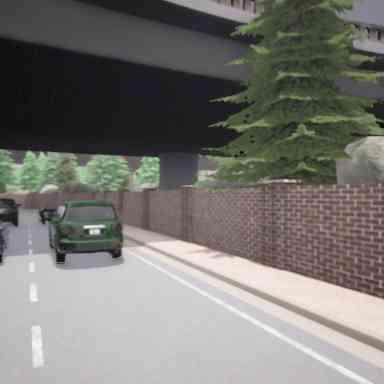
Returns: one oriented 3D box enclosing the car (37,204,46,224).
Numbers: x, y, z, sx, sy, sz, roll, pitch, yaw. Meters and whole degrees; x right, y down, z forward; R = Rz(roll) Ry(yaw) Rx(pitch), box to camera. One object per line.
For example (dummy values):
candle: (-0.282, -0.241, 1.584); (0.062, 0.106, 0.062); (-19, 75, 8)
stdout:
car: (-11.363, 1.737, 27.012); (2.128, 1.511, 4.902); (0, 0, -29)

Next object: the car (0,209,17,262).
car: (-7.754, 1.601, 12.075); (2.128, 1.511, 4.902); (0, 0, -26)

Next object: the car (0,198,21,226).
car: (-14.046, 1.446, 24.664); (2.150, 2.045, 5.566); (0, 0, -28)

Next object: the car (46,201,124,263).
car: (-4.208, 1.342, 12.783); (2.150, 2.045, 5.566); (0, 0, -26)
